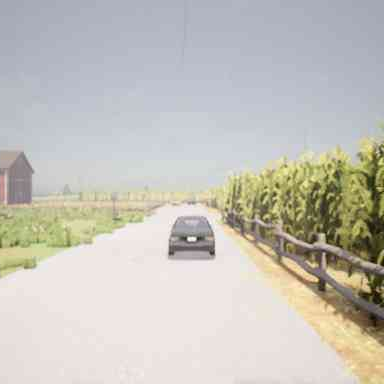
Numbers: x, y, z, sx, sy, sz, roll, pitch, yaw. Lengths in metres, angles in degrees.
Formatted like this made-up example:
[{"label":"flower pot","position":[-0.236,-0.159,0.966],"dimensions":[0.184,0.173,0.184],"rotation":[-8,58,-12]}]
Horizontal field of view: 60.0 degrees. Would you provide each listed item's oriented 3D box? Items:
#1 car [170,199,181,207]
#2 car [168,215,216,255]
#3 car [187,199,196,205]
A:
[{"label":"car","position":[-3.185,2.116,65.020],"dimensions":[1.882,1.535,5.008],"rotation":[0,-1,1]},{"label":"car","position":[-0.010,1.686,13.982],"dimensions":[2.033,1.411,5.357],"rotation":[0,-1,0]},{"label":"car","position":[-0.058,2.244,72.519],"dimensions":[1.895,1.301,4.718],"rotation":[0,-1,0]}]
